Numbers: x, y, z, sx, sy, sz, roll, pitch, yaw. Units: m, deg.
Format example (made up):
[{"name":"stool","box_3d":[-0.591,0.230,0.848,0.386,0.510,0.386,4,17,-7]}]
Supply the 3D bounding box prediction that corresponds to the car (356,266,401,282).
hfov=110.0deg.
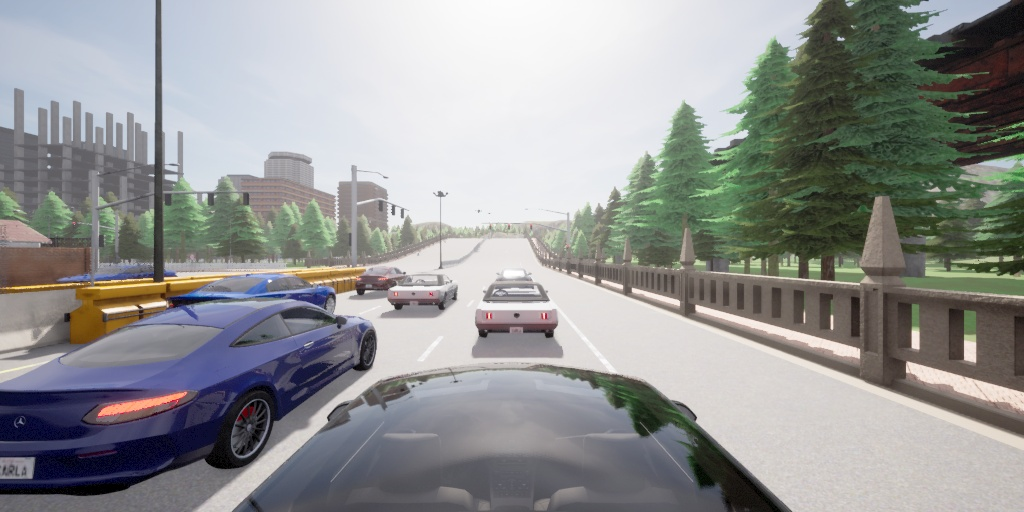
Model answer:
[{"name":"car","box_3d":[-6.895,1.276,19.540,1.812,1.442,4.674,0,0,0]}]

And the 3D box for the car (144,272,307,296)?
[{"name":"car","box_3d":[-6.897,1.228,10.199,1.882,1.535,5.008,0,0,0]}]

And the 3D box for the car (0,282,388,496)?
[{"name":"car","box_3d":[-3.398,1.276,4.741,1.812,1.442,4.674,0,0,0]}]

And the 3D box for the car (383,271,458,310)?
[{"name":"car","box_3d":[-3.396,1.351,14.660,1.895,1.301,4.718,0,0,0]}]

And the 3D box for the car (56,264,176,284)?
[{"name":"car","box_3d":[-21.020,1.227,19.355,1.882,1.535,5.008,0,0,0]}]

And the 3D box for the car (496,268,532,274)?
[{"name":"car","box_3d":[0.105,1.314,18.899,1.994,1.385,4.181,0,0,0]}]

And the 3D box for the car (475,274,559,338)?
[{"name":"car","box_3d":[0.103,1.351,10.147,1.895,1.301,4.718,0,0,0]}]
